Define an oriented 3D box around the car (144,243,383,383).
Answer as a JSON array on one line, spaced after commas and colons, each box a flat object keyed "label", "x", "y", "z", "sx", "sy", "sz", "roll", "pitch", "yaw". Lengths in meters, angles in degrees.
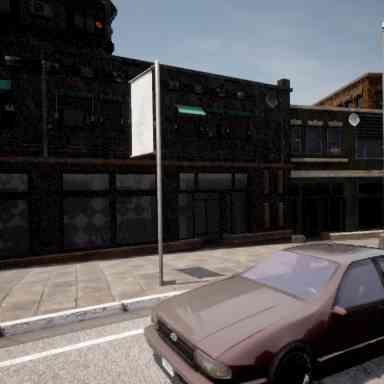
[{"label": "car", "x": 2.069, "y": 1.539, "z": 4.968, "sx": 5.357, "sy": 1.411, "sz": 2.033, "roll": 0, "pitch": 0, "yaw": -28}]
